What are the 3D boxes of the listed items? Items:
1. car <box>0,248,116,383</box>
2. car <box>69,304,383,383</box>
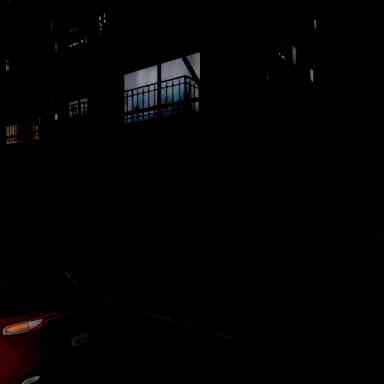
[{"bbox_3d":[-3.087,1.545,5.093,4.507,1.381,1.887,0,0,36],"label":"car"},{"bbox_3d":[1.494,1.566,1.809,4.313,1.339,1.947,0,0,36],"label":"car"}]
